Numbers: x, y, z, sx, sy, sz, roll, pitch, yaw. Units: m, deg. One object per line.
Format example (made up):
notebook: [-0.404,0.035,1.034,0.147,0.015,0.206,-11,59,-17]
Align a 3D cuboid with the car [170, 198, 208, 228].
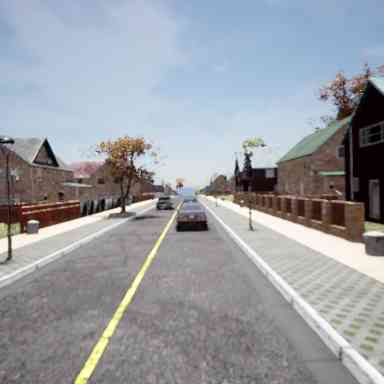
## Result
car: [-0.025,1.353,20.446,2.033,1.411,5.357,-2,1,0]

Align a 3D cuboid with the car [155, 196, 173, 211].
car: [-3.008,1.234,37.520,1.837,1.490,4.892,-2,1,0]

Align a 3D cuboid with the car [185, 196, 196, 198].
car: [-0.186,1.200,39.023,1.994,1.385,4.181,-2,1,0]
